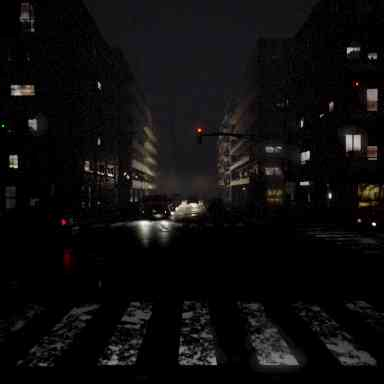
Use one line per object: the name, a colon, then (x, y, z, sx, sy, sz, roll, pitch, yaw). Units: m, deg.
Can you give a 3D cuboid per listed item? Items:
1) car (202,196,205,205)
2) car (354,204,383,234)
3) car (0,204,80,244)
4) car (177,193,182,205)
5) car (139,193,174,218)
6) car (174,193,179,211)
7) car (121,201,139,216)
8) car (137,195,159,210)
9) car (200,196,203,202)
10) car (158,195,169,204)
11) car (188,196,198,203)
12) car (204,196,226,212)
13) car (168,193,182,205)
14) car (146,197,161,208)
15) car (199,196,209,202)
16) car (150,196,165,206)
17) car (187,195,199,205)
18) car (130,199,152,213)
car: (2.732, 1.451, 43.549, 1.967, 1.590, 4.097, 0, 0, 0)
car: (10.920, 0.988, 16.066, 5.566, 2.045, 2.150, -1, 0, 3)
car: (-7.823, 1.466, 15.742, 4.553, 1.767, 2.097, -1, 0, 0)
car: (-3.040, 1.366, 49.974, 2.097, 1.767, 4.553, 0, 0, 0)
car: (-3.089, 1.227, 30.163, 2.150, 2.045, 5.566, 0, 0, 1)
car: (-3.057, 1.361, 40.075, 2.097, 1.767, 4.553, 0, 0, 0)
car: (-5.659, 1.572, 32.190, 1.947, 1.339, 4.313, 0, 0, 0)
car: (-5.648, 1.326, 43.556, 2.192, 1.841, 5.009, 0, 0, 0)
car: (2.744, 1.598, 54.914, 1.802, 1.307, 4.206, 0, 0, 0)
car: (-5.626, 1.464, 66.286, 1.967, 1.590, 4.097, 0, 0, 0)
car: (0.118, 1.571, 70.657, 2.033, 1.411, 5.357, 0, 0, 0)
car: (2.727, 1.448, 37.867, 1.967, 1.590, 4.097, 0, 0, 0)
car: (-2.983, 1.242, 60.533, 2.150, 2.045, 5.566, 0, 0, 1)
car: (-5.643, 1.539, 49.068, 1.752, 1.417, 4.829, 0, 0, 0)
car: (2.765, 1.584, 77.644, 2.008, 1.369, 4.403, 0, 0, 0)
car: (-5.637, 1.457, 54.921, 1.967, 1.590, 4.097, 0, 0, 0)
car: (0.162, 1.372, 60.564, 2.097, 1.767, 4.553, 0, 0, 0)
car: (-5.654, 1.533, 37.703, 1.752, 1.417, 4.829, 0, 0, 0)
